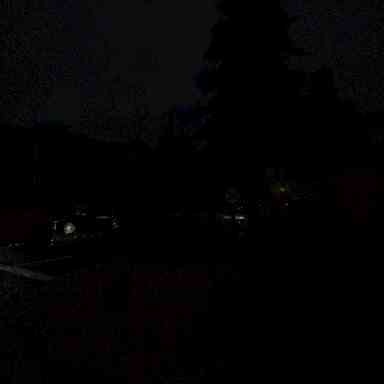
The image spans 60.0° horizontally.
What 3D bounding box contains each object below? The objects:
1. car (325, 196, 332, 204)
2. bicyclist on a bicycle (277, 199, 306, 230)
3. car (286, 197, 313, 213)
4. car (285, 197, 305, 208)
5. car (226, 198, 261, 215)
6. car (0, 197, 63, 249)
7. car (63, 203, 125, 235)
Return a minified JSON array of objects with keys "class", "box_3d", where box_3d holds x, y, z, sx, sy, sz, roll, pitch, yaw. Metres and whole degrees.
[{"class":"car","box_3d":[22.021,1.412,53.995,1.837,1.490,4.892,0,-1,26]},{"class":"bicyclist on a bicycle","box_3d":[5.441,1.238,18.233,1.656,1.620,0.582,0,0,38]},{"class":"car","box_3d":[11.489,1.419,35.422,1.837,1.490,4.892,1,0,34]},{"class":"car","box_3d":[14.777,1.424,47.466,1.812,1.442,4.674,0,0,29]},{"class":"car","box_3d":[5.158,1.397,32.823,1.837,1.490,4.892,1,0,36]},{"class":"car","box_3d":[-7.186,1.140,11.085,2.150,2.045,5.566,-2,0,17]},{"class":"car","box_3d":[-5.905,1.387,18.235,1.837,1.490,4.892,0,0,38]}]
